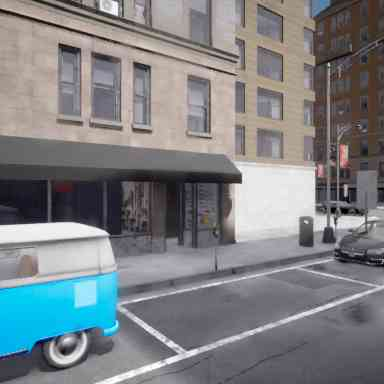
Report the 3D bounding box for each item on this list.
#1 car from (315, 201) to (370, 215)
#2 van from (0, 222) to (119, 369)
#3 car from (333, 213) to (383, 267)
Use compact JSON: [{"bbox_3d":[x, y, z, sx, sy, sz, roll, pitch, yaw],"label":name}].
[{"bbox_3d":[13.847,1.522,30.936,1.895,1.301,4.718,0,0,-35],"label":"car"},{"bbox_3d":[-2.923,1.341,4.105,3.998,1.788,1.690,0,0,-35],"label":"van"},{"bbox_3d":[6.300,1.550,10.674,4.403,1.369,2.008,0,0,-35],"label":"car"}]
